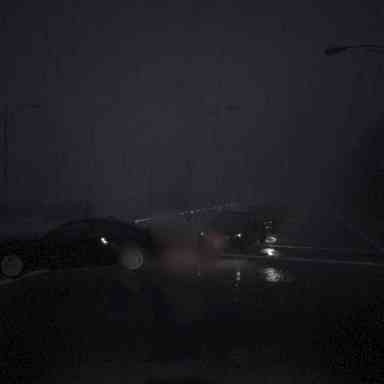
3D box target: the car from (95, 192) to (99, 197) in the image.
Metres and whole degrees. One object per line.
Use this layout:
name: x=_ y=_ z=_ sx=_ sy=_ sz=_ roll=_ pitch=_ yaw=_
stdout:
car: x=-21.692 y=1.299 z=68.001 sx=3.806 sy=1.475 sz=1.970 roll=0 pitch=0 yaw=19

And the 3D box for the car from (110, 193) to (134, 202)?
car: x=-13.651 y=1.047 z=65.308 sx=4.605 sy=1.855 sz=1.932 roll=0 pitch=0 yaw=19

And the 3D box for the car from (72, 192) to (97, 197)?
car: x=-18.333 y=1.250 z=53.743 sx=4.514 sy=1.523 sz=2.007 roll=0 pitch=0 yaw=19

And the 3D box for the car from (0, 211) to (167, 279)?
car: x=-3.261 y=1.475 z=9.843 sx=5.008 sy=1.535 sz=1.882 roll=0 pitch=0 yaw=-15

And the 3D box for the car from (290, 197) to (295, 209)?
car: x=9.877 y=1.545 z=36.495 sx=1.994 sy=1.385 sz=4.181 roll=0 pitch=0 yaw=19

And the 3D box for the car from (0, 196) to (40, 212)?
car: x=-15.041 y=1.356 z=29.404 sx=3.806 sy=1.475 sz=1.970 roll=0 pitch=0 yaw=19

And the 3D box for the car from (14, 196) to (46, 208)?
car: x=-21.589 y=1.274 z=44.296 sx=3.633 sy=1.501 sz=1.845 roll=0 pitch=0 yaw=19

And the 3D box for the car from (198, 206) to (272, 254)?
car: x=1.851 y=1.514 z=13.856 sx=1.812 sy=1.442 sz=4.674 roll=0 pitch=0 yaw=25

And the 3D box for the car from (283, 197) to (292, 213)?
car: x=7.824 y=1.487 z=30.461 sx=1.837 sy=1.490 sz=4.892 roll=0 pitch=0 yaw=19

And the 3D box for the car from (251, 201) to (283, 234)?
car: x=4.010 y=1.490 z=19.260 sx=1.837 sy=1.490 sz=4.892 roll=0 pitch=0 yaw=19

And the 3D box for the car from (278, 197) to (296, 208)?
car: x=13.656 y=1.469 z=47.619 sx=2.128 sy=1.511 sz=4.902 roll=0 pitch=0 yaw=19

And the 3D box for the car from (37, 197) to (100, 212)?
car: x=-8.974 y=1.356 z=24.194 sx=3.633 sy=1.501 sz=1.845 roll=0 pitch=0 yaw=19

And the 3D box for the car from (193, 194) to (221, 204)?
car: x=1.798 y=1.127 z=56.743 sx=5.027 sy=1.636 sz=2.152 roll=0 pitch=0 yaw=19

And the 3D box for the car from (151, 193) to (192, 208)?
car: x=-2.864 y=1.075 z=41.745 sx=4.605 sy=1.855 sz=1.932 roll=0 pitch=0 yaw=19

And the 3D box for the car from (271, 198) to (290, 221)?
car: x=5.934 y=1.475 z=24.902 sx=2.128 sy=1.511 sz=4.902 roll=0 pitch=0 yaw=19

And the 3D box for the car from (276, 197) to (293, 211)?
car: x=11.762 y=1.484 z=42.047 sx=1.837 sy=1.490 sz=4.892 roll=0 pitch=0 yaw=19

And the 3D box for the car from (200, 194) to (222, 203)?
car: x=3.556 y=1.203 z=62.923 sx=3.806 sy=1.475 sz=1.970 roll=0 pitch=0 yaw=19

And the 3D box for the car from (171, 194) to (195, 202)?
car: x=-1.939 y=1.259 z=68.659 sx=4.514 sy=1.523 sz=2.007 roll=0 pitch=0 yaw=19

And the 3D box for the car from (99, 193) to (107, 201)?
car: x=-20.043 y=1.015 z=70.952 sx=3.866 sy=1.878 sz=1.905 roll=0 pitch=0 yaw=19
